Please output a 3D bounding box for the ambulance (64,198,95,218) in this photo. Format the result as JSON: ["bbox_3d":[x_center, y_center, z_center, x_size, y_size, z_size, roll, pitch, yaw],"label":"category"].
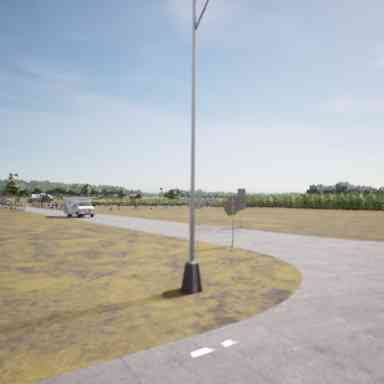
[{"bbox_3d":[-14.013,1.910,41.402,2.351,2.431,6.366,1,-1,-35],"label":"ambulance"}]
